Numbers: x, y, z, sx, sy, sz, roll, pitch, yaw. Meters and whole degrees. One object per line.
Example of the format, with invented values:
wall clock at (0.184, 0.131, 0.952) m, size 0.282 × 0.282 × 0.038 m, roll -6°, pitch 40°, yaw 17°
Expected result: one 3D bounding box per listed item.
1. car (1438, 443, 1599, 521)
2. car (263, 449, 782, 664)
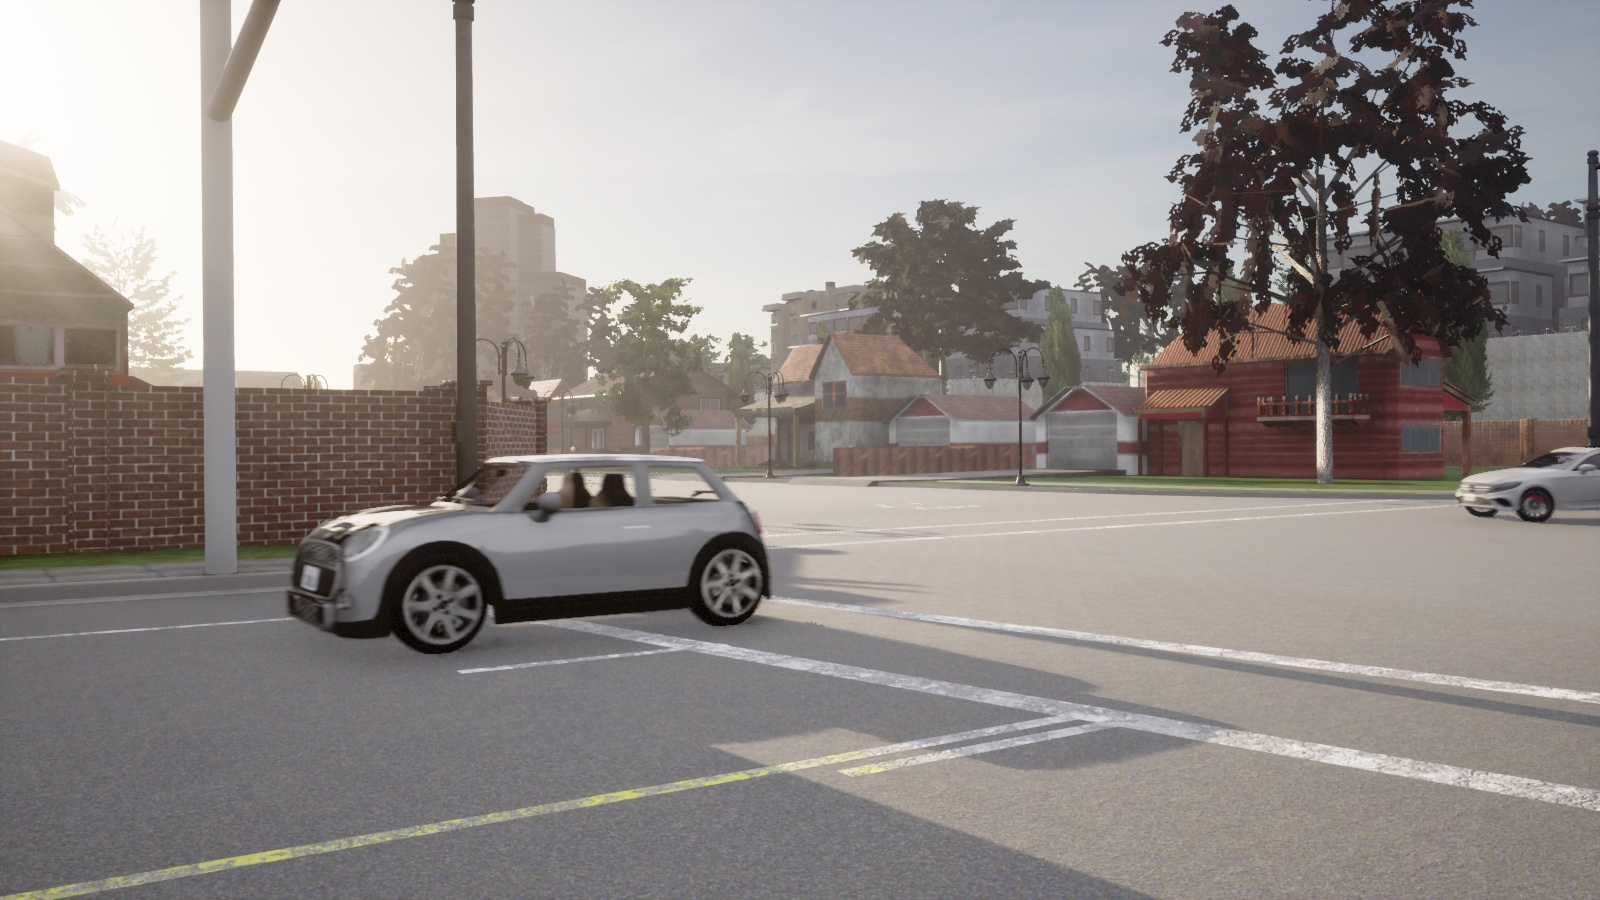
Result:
car at (15.470, 0.591, 24.974) m, size 4.674 × 1.442 × 1.812 m, roll -1°, pitch 1°, yaw -3°
car at (-2.283, 0.738, 10.600) m, size 3.806 × 1.475 × 1.970 m, roll 0°, pitch 0°, yaw -35°
